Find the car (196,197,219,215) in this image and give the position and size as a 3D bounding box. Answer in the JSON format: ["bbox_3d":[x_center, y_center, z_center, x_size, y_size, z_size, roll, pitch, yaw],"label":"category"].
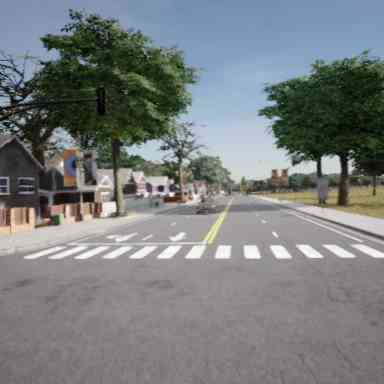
[{"bbox_3d":[1.683,1.336,34.800,2.097,1.767,4.553,-2,-1,8],"label":"car"}]
